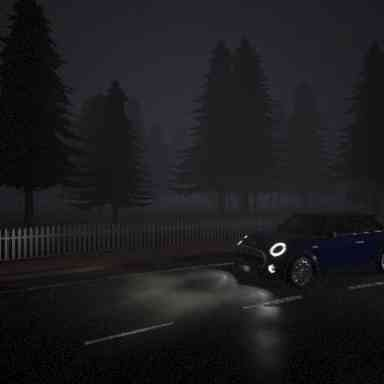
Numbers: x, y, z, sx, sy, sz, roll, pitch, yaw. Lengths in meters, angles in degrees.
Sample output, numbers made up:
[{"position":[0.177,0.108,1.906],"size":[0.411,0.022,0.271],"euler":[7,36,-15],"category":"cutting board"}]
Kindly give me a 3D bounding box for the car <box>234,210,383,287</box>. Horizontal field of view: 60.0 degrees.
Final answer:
[{"position":[3.455,1.351,9.313],"size":[4.553,1.767,2.097],"euler":[0,0,-23],"category":"car"}]
